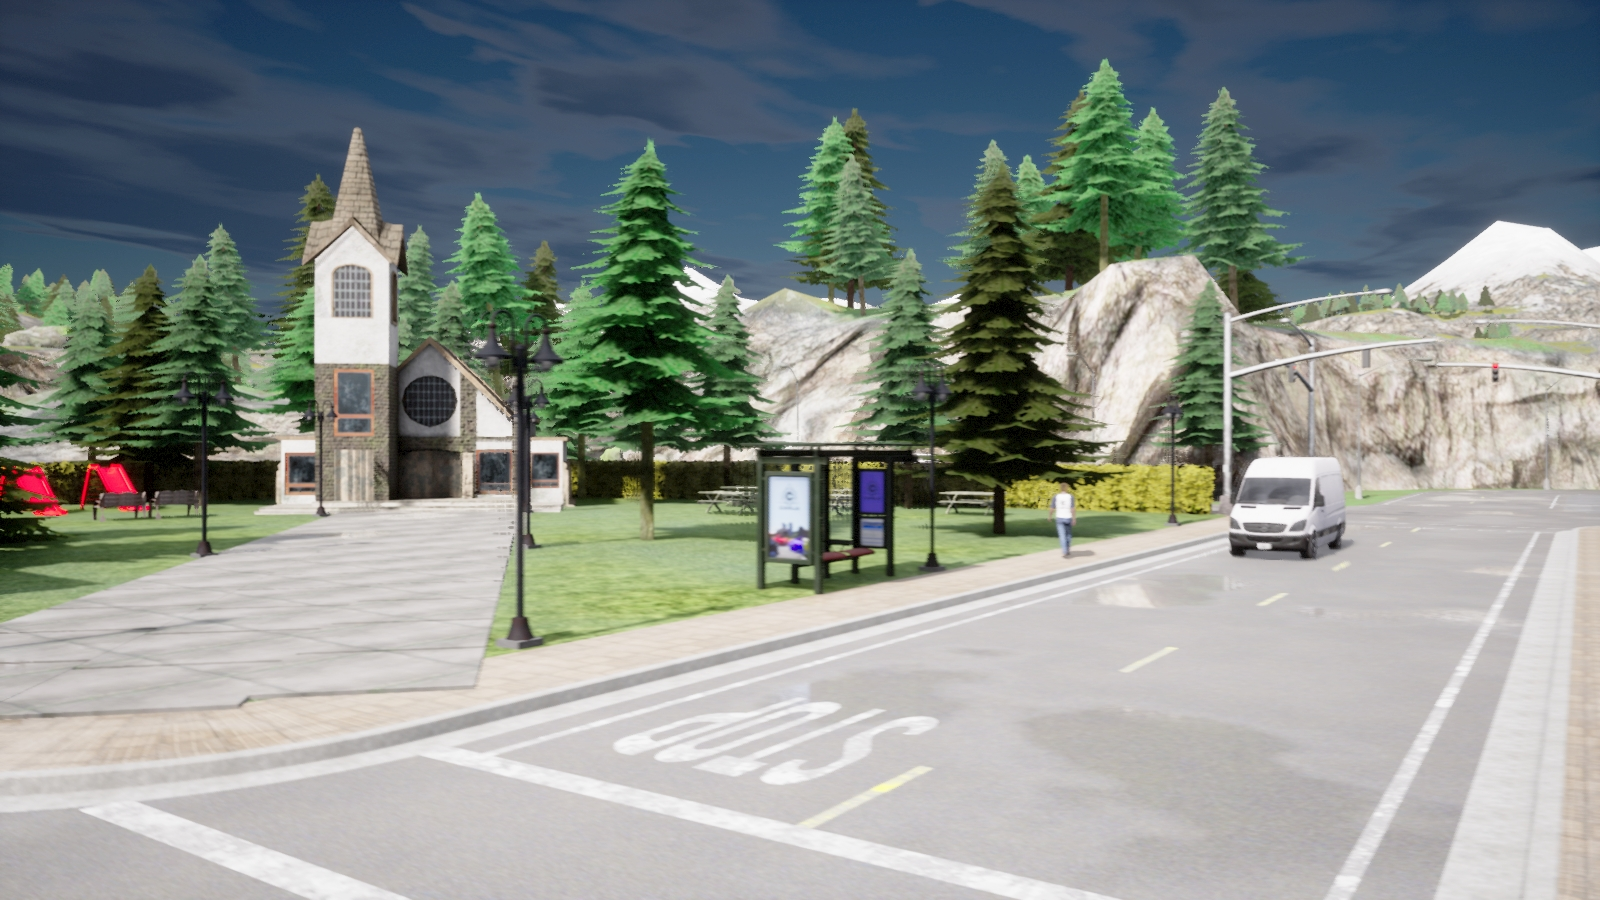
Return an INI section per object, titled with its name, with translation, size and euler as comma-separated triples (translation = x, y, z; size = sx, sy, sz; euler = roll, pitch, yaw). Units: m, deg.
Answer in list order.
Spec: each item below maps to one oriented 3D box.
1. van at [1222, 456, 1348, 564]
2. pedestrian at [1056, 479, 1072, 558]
[van]
translation = 13.111, 1.476, 30.639
size = 1.988, 2.561, 5.915
euler = 0, 0, 34
[pedestrian]
translation = 6.365, 1.639, 27.519
size = 0.375, 1.860, 0.375
euler = 0, 0, 14
